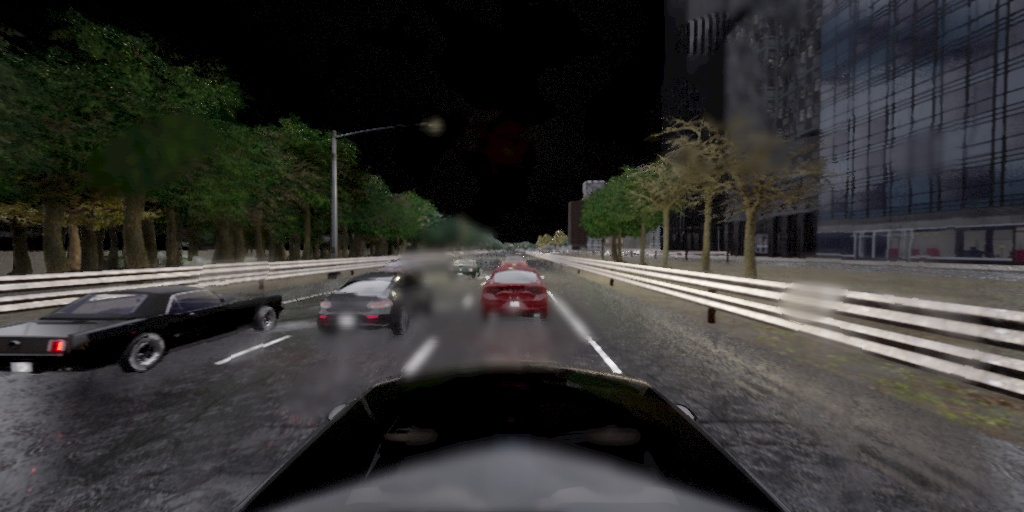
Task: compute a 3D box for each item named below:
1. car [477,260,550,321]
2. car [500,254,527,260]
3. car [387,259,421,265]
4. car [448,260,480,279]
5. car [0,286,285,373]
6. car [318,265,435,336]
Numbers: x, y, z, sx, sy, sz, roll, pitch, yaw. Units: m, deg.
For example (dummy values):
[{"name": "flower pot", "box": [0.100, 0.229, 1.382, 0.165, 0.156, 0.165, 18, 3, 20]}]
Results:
[{"name": "car", "box": [0.106, 1.056, 11.681, 1.882, 1.535, 5.008, 0, 1, 0]}, {"name": "car", "box": [0.147, 0.650, 27.617, 2.097, 1.767, 4.553, 0, 1, 0]}, {"name": "car", "box": [-6.884, 0.926, 23.040, 2.033, 1.411, 5.357, 0, 1, 1]}, {"name": "car", "box": [-3.358, 0.922, 26.274, 1.895, 1.301, 4.718, 0, 1, 0]}, {"name": "car", "box": [-6.927, 1.255, 7.302, 1.895, 1.301, 4.718, 0, 1, 1]}, {"name": "car", "box": [-3.401, 1.138, 9.739, 1.812, 1.442, 4.674, 0, 1, 1]}]
